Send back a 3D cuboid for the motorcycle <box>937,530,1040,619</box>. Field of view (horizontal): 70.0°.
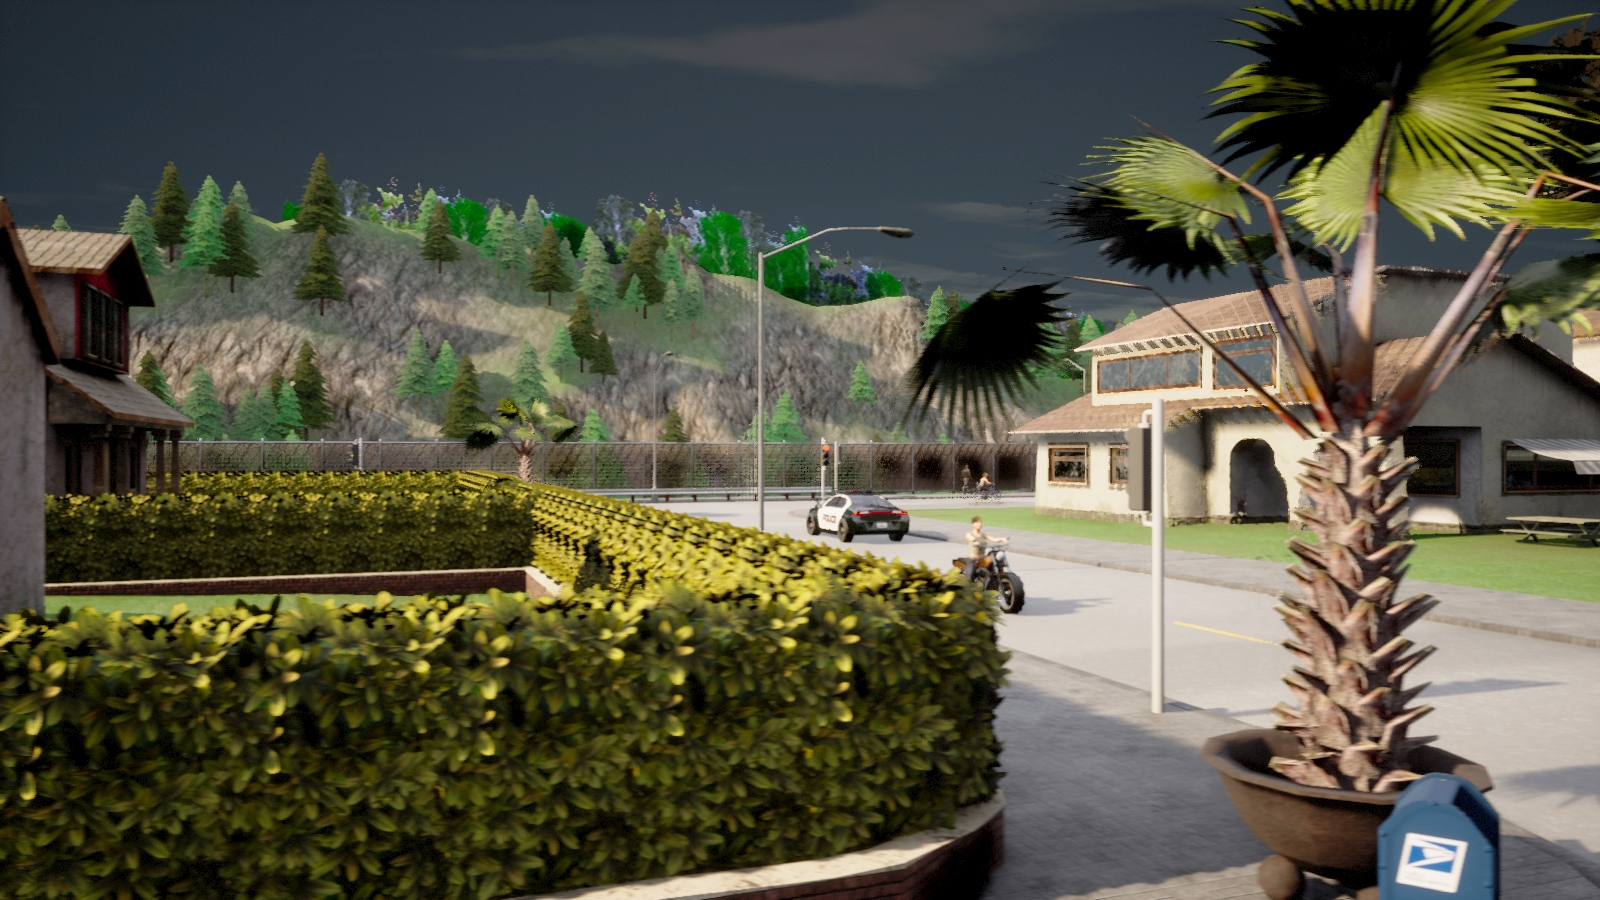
[{"bbox_3d":[3.299,2.155,20.261,0.764,1.307,2.356,0,0,-20],"label":"motorcycle"}]

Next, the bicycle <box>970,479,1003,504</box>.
[{"bbox_3d":[9.821,2.158,60.098,1.487,1.276,0.859,0,0,-20],"label":"bicycle"}]

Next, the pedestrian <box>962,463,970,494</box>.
[{"bbox_3d":[10.073,1.745,69.371,0.375,1.860,0.375,0,0,-28],"label":"pedestrian"}]

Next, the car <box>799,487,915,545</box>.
[{"bbox_3d":[1.719,2.038,36.292,2.038,1.542,4.974,0,0,-18],"label":"car"}]
